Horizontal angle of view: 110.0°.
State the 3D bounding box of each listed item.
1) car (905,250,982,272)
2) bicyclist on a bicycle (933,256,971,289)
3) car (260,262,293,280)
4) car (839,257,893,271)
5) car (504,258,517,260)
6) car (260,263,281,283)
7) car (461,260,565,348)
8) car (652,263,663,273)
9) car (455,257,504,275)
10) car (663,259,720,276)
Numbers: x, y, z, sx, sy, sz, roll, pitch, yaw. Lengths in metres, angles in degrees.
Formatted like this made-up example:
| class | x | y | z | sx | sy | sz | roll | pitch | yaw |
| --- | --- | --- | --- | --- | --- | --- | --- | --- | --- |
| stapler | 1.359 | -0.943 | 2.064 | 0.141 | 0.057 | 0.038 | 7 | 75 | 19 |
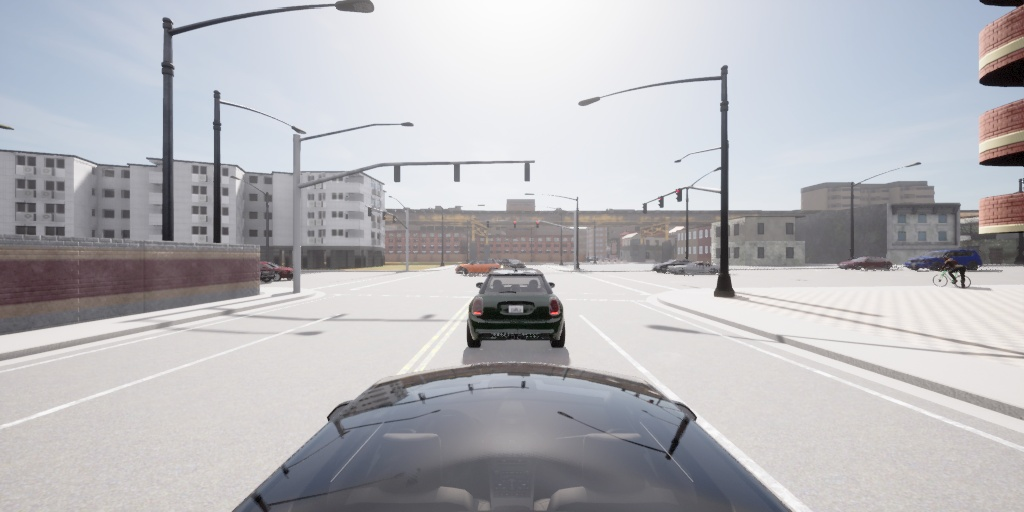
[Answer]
| class | x | y | z | sx | sy | sz | roll | pitch | yaw |
| --- | --- | --- | --- | --- | --- | --- | --- | --- | --- |
| car | 41.579 | 0.443 | 34.597 | 5.566 | 2.045 | 2.150 | -1 | 0 | 1 |
| bicyclist on a bicycle | 22.671 | 0.844 | 18.521 | 0.582 | 1.620 | 1.656 | -1 | 0 | 1 |
| car | -20.271 | 1.228 | 29.325 | 5.008 | 1.535 | 1.882 | 0 | 0 | 1 |
| car | 37.631 | 0.820 | 38.189 | 4.674 | 1.442 | 1.812 | -1 | 0 | 1 |
| car | 0.261 | 1.261 | 44.984 | 1.837 | 1.490 | 4.892 | -4 | 1 | -16 |
| car | -19.820 | 1.351 | 25.855 | 4.718 | 1.301 | 1.895 | 0 | 0 | 1 |
| car | 0.091 | 1.102 | 9.431 | 2.097 | 1.767 | 4.553 | 0 | 0 | 0 |
| car | 17.615 | 1.106 | 38.623 | 4.902 | 1.511 | 2.128 | -1 | 0 | 1 |
| car | -3.371 | 1.075 | 36.016 | 4.553 | 1.767 | 2.097 | 0 | 0 | 4 |
| car | 17.812 | 1.212 | 35.116 | 4.718 | 1.301 | 1.895 | -1 | 0 | 1 |
